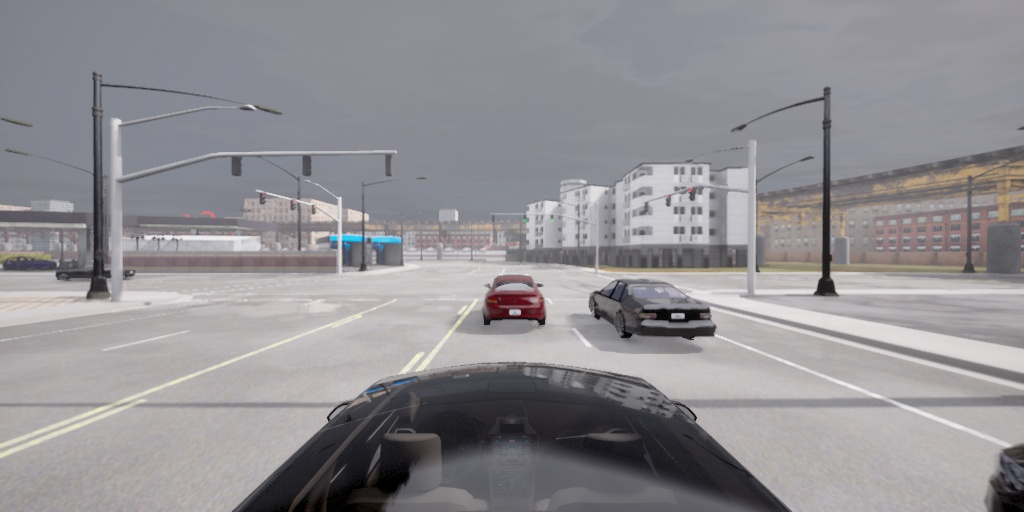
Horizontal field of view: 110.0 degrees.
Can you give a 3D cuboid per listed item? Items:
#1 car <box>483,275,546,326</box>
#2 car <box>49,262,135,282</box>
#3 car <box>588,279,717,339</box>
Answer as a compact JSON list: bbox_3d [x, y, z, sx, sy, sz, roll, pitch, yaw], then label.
[{"bbox_3d":[0.069,1.339,11.838,1.812,1.442,4.674,0,0,0],"label":"car"},{"bbox_3d":[-34.104,1.391,29.357,4.718,1.301,1.895,0,0,-1],"label":"car"},{"bbox_3d":[3.588,1.356,10.264,2.033,1.411,5.357,0,0,0],"label":"car"}]
